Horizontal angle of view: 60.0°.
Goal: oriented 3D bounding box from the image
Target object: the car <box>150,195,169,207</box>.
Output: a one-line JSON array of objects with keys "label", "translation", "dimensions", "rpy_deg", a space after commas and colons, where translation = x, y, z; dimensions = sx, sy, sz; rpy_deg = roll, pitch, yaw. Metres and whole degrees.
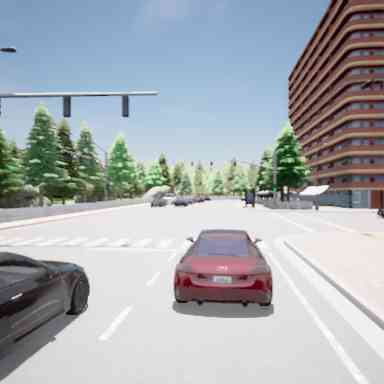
[{"label": "car", "translation": [-5.383, 1.662, 53.555], "dimensions": [1.837, 1.490, 4.892], "rpy_deg": [0, 0, 6]}]

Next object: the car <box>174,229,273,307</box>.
[{"label": "car", "translation": [0.772, 1.589, 8.135], "dimensions": [1.994, 1.385, 4.181], "rpy_deg": [0, 0, 6]}]

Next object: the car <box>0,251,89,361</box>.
[{"label": "car", "translation": [-3.109, 1.538, 4.681], "dimensions": [1.812, 1.442, 4.674], "rpy_deg": [0, 0, 6]}]

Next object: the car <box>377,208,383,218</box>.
[{"label": "car", "translation": [19.064, 1.720, 29.948], "dimensions": [4.181, 1.385, 1.994], "rpy_deg": [0, 0, 6]}]

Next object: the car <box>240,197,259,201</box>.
[{"label": "car", "translation": [15.234, 1.874, 90.408], "dimensions": [4.718, 1.301, 1.895], "rpy_deg": [0, 0, -40]}]

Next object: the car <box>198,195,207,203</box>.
[{"label": "car", "translation": [1.241, 1.579, 74.667], "dimensions": [2.097, 1.767, 4.553], "rpy_deg": [0, 0, 18]}]

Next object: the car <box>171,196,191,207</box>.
[{"label": "car", "translation": [-1.714, 1.764, 55.036], "dimensions": [1.895, 1.301, 4.718], "rpy_deg": [0, 0, 6]}]

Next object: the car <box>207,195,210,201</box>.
[{"label": "car", "translation": [2.935, 1.611, 86.510], "dimensions": [2.097, 1.767, 4.553], "rpy_deg": [0, 0, 32]}]

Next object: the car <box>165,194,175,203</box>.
[{"label": "car", "translation": [-4.354, 1.405, 63.253], "dimensions": [2.150, 2.045, 5.566], "rpy_deg": [0, 0, 6]}]

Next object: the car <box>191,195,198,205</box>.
[{"label": "car", "translation": [-0.650, 1.740, 64.618], "dimensions": [2.033, 1.411, 5.357], "rpy_deg": [0, 0, 7]}]

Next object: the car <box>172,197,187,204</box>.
[{"label": "car", "translation": [-2.733, 1.758, 73.493], "dimensions": [2.033, 1.411, 5.357], "rpy_deg": [0, 0, 14]}]
